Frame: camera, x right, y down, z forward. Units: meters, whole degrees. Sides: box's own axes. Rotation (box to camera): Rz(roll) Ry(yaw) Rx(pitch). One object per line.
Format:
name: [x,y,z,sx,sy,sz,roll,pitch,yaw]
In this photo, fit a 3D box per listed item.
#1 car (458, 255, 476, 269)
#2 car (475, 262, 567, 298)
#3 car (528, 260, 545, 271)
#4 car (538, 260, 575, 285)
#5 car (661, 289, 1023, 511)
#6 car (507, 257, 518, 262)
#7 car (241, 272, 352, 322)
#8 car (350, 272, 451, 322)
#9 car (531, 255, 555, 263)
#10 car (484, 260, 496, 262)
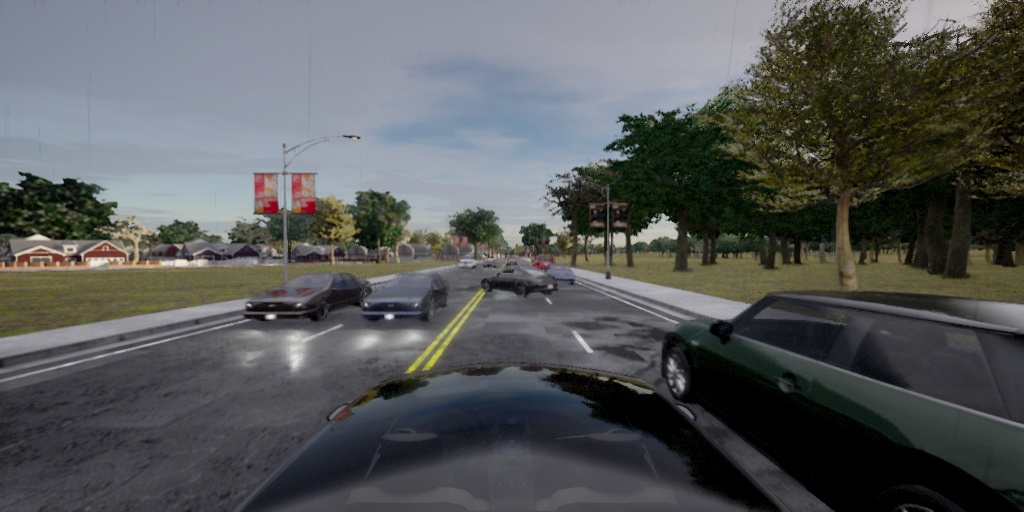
car: [-6.596,0.888,53.669,2.150,2.045,5.566,0,0,0]
car: [0.307,1.245,18.305,1.812,1.442,4.674,0,0,-40]
car: [3.239,1.278,47.549,1.895,1.301,4.718,0,0,0]
car: [3.244,1.256,25.516,2.033,1.411,5.357,0,0,0]
car: [3.250,1.099,3.482,2.097,1.767,4.553,0,0,0]
car: [0.042,1.180,63.781,1.812,1.442,4.674,0,0,1]
car: [-6.604,1.277,12.477,2.033,1.411,5.357,0,0,0]
car: [-3.353,1.277,12.479,2.033,1.411,5.357,0,0,0]
car: [3.242,0.914,36.547,2.150,2.045,5.566,0,0,0]
car: [-3.339,1.232,54.734,1.994,1.385,4.181,0,0,0]
